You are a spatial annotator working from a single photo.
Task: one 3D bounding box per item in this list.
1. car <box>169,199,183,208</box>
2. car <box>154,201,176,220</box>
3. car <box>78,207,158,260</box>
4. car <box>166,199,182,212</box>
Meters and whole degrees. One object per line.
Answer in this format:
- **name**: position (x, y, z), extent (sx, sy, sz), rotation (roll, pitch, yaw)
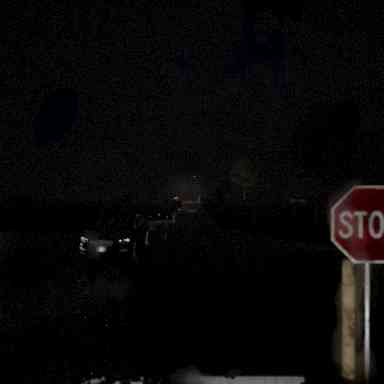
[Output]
- **car**: position (-2.705, 1.959, 56.801), extent (2.033, 1.411, 5.357), rotation (0, 0, 1)
- **car**: position (-2.793, 1.773, 30.238), extent (1.994, 1.385, 4.181), rotation (0, 0, 1)
- **car**: position (-2.784, 1.515, 12.705), extent (2.128, 1.511, 4.902), rotation (2, 0, 0)
- **car**: position (-2.778, 1.802, 43.898), extent (2.128, 1.511, 4.902), rotation (0, -1, 0)
